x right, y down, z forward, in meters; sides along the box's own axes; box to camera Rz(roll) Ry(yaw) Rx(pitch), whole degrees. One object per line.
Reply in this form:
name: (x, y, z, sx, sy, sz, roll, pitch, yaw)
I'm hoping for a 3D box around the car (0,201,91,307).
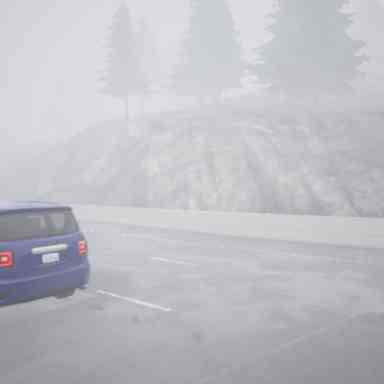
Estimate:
car: (-4.570, 1.223, 7.332, 5.566, 2.045, 2.150, 0, 0, 37)
